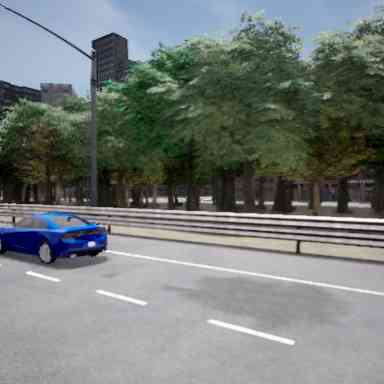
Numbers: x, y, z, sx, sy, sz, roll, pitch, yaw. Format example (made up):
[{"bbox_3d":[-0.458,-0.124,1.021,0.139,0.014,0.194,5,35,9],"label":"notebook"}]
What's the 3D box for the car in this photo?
[{"bbox_3d":[-5.155,1.497,11.846,5.008,1.535,1.882,0,0,36],"label":"car"}]
